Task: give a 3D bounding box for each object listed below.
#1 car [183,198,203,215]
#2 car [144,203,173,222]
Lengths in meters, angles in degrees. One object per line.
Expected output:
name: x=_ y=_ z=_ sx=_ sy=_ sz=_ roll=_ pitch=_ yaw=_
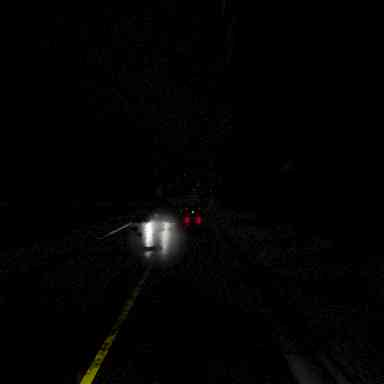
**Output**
car: x=0.100 y=1.618 z=33.929 sx=1.895 sy=1.301 sz=4.718 roll=0 pitch=0 yaw=0
car: x=-2.594 y=1.572 z=26.444 sx=1.994 sy=1.385 sz=4.181 roll=0 pitch=0 yaw=0
